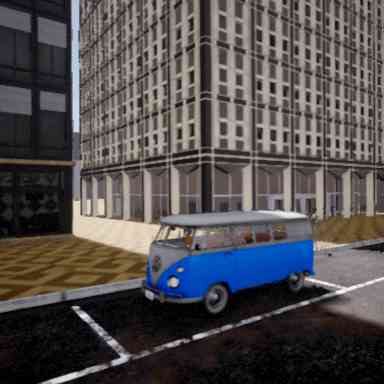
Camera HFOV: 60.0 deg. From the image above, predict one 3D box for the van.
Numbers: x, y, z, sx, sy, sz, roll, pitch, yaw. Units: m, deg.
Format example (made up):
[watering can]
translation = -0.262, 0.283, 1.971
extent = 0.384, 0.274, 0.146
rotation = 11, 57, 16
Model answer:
[van]
translation = 0.945, 1.342, 7.245
extent = 3.998, 1.788, 1.690
rotation = 0, -1, -35
